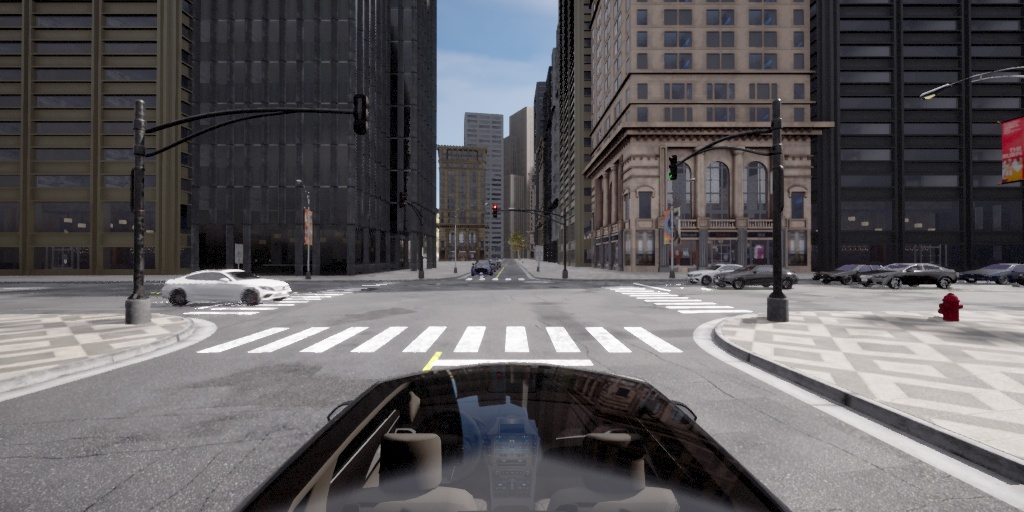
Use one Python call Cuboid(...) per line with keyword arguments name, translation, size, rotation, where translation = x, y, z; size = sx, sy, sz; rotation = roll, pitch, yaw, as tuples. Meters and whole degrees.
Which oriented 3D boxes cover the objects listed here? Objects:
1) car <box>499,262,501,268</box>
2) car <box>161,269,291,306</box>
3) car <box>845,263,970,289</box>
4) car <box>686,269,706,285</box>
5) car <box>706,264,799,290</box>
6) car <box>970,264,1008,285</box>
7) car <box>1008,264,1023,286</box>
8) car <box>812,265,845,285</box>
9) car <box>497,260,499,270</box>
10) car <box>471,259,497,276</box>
Cuboid(name="car", translation=(-3.054, 1.401, 55.430), size=(1.994, 1.385, 4.181), rotation=(0, 0, 0))
Cuboid(name="car", translation=(-11.857, 1.274, 15.000), size=(4.674, 1.442, 1.812), rotation=(0, 0, 0))
Cuboid(name="car", translation=(23.812, 1.183, 21.730), size=(4.902, 1.511, 2.128), rotation=(0, 0, 0))
Cuboid(name="car", translation=(14.637, 1.265, 24.977), size=(4.674, 1.442, 1.812), rotation=(0, 0, 0))
Cuboid(name="car", translation=(14.702, 1.240, 21.716), size=(4.674, 1.442, 1.812), rotation=(0, 0, -1))
Cuboid(name="car", translation=(34.647, 1.238, 24.990), size=(5.357, 1.411, 2.033), rotation=(0, 0, -1))
Cuboid(name="car", translation=(33.684, 1.232, 21.732), size=(4.181, 1.385, 1.994), rotation=(0, 0, 0))
Cuboid(name="car", translation=(24.219, 1.262, 24.982), size=(5.357, 1.411, 2.033), rotation=(0, 0, 0))
Cuboid(name="car", translation=(-3.058, 1.378, 46.399), size=(1.994, 1.385, 4.181), rotation=(0, 0, 0))
Cuboid(name="car", translation=(-3.048, 1.146, 37.627), size=(2.097, 1.767, 4.553), rotation=(0, 0, 0))
